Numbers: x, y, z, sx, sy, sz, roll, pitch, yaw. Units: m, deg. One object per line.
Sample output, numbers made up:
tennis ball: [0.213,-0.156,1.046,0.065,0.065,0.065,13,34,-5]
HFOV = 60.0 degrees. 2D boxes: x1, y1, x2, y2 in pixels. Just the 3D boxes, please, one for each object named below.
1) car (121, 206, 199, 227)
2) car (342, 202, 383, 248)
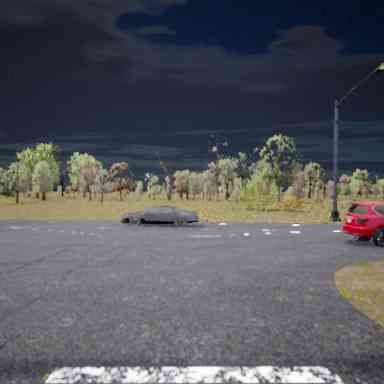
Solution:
car: [-2.155,1.662,23.145,5.357,1.411,2.033,0,0,0]
car: [10.262,1.527,16.078,5.566,2.045,2.150,1,0,0]
